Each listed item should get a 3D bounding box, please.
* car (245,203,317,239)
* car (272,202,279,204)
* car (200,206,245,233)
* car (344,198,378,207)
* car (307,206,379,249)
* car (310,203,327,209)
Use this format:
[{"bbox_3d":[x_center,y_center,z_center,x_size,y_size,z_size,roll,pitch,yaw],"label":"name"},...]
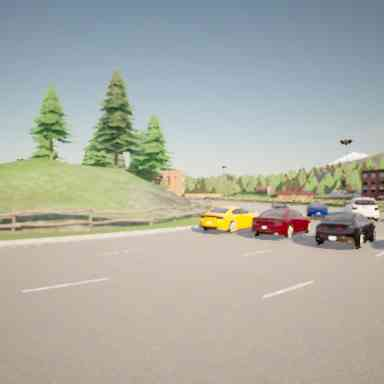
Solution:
[{"bbox_3d":[5.120,1.641,18.580,1.882,1.535,5.008,0,0,37],"label":"car"},{"bbox_3d":[8.651,1.780,32.896,2.128,1.511,4.902,0,0,17],"label":"car"},{"bbox_3d":[2.476,1.635,20.869,1.882,1.535,5.008,0,0,38],"label":"car"},{"bbox_3d":[14.981,1.540,29.605,2.150,2.045,5.566,0,0,19],"label":"car"},{"bbox_3d":[7.317,1.669,15.695,1.837,1.490,4.892,0,0,38],"label":"car"},{"bbox_3d":[12.139,1.789,32.405,1.882,1.535,5.008,0,0,16],"label":"car"}]
